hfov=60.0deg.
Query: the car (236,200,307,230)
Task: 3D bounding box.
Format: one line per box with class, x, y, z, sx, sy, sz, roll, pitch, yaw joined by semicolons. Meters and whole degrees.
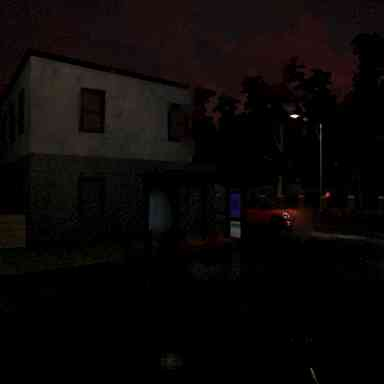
car;4.944;1.344;21.055;2.097;1.767;4.553;0;0;-35
